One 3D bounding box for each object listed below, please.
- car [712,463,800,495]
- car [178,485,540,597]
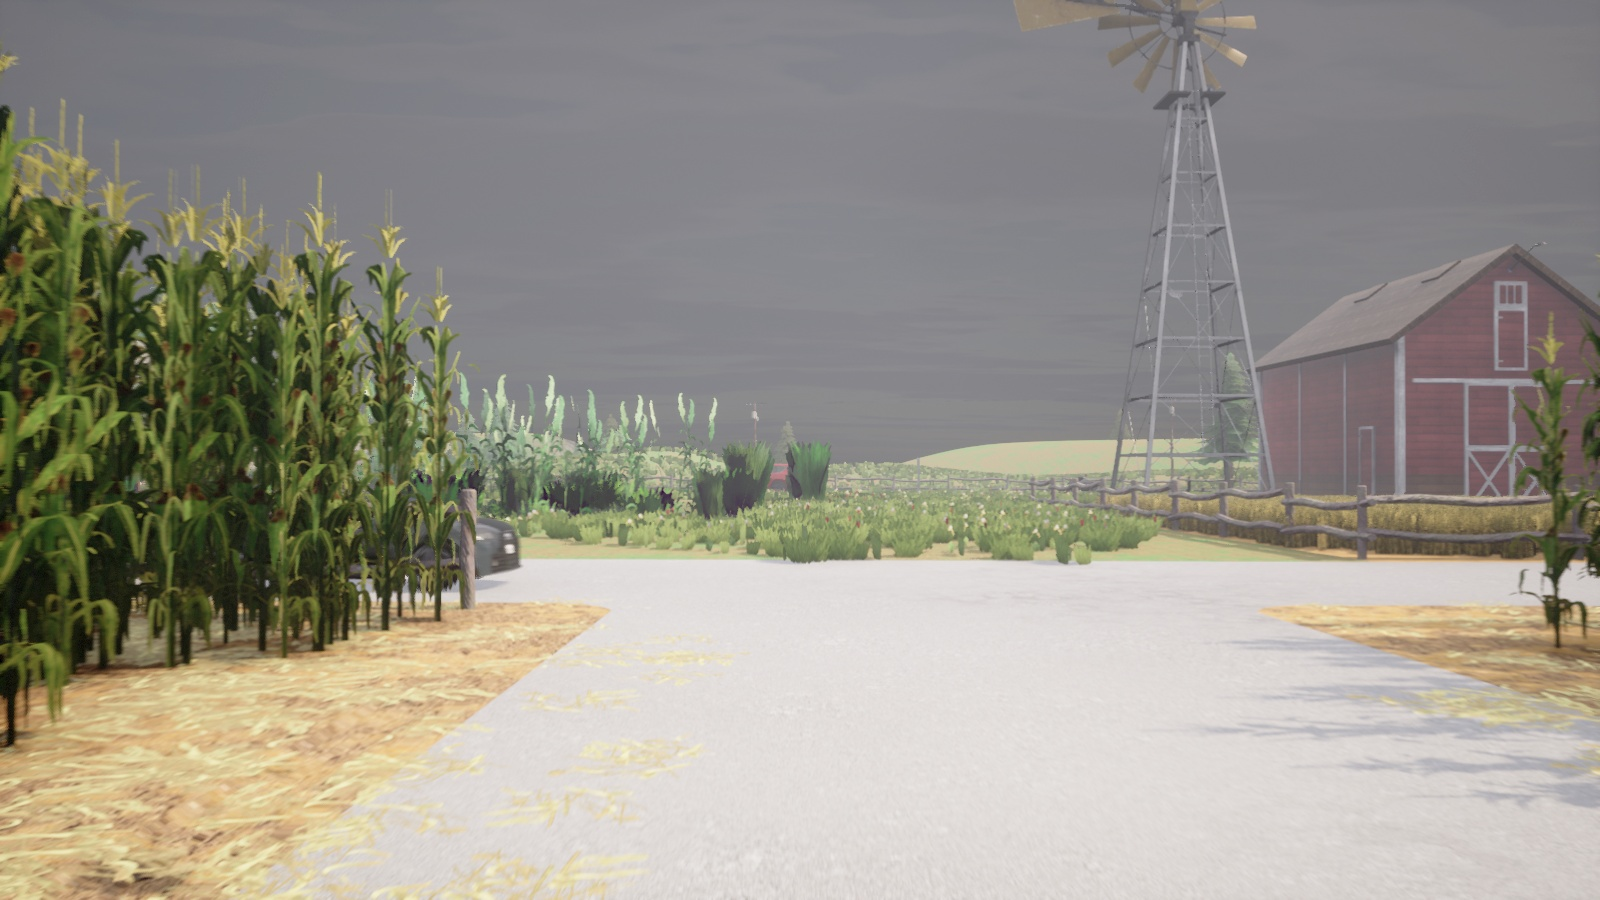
[{"bbox_3d":[-2.879,1.926,82.466,5.566,2.045,2.150,0,-1,5],"label":"car"},{"bbox_3d":[-5.796,1.185,16.925,4.181,1.385,1.994,0,-1,0],"label":"car"}]
